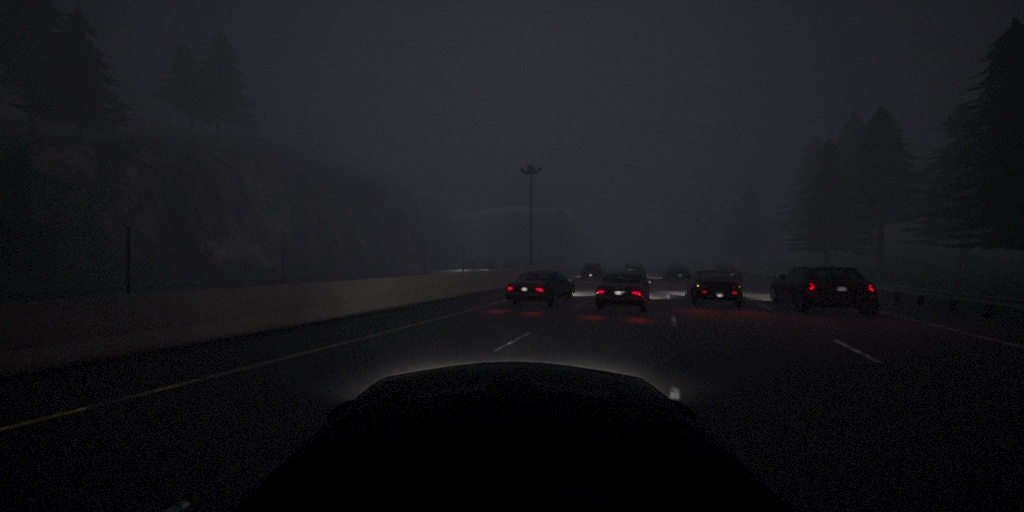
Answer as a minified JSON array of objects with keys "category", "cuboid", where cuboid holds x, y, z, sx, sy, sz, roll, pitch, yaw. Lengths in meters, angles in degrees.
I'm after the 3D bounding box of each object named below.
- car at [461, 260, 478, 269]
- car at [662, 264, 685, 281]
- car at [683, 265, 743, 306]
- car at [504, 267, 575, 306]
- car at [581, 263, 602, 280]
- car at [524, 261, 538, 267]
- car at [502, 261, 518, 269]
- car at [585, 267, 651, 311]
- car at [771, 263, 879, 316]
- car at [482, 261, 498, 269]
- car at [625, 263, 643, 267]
[{"category":"car","cuboid":[-7.231,1.448,61.214,2.128,1.511,4.902,0,0,11]},{"category":"car","cuboid":[14.244,1.369,31.094,1.812,1.442,4.674,0,0,18]},{"category":"car","cuboid":[8.933,1.320,16.055,1.812,1.442,4.674,0,0,22]},{"category":"car","cuboid":[1.429,1.346,16.179,2.033,1.411,5.357,0,0,22]},{"category":"car","cuboid":[7.409,1.359,32.703,1.837,1.490,4.892,0,0,18]},{"category":"car","cuboid":[3.190,1.511,59.849,1.994,1.385,4.181,0,0,11]},{"category":"car","cuboid":[-0.277,1.514,60.340,1.994,1.385,4.181,0,0,11]},{"category":"car","cuboid":[4.649,1.340,14.808,2.033,1.411,5.357,0,0,22]},{"category":"car","cuboid":[11.870,1.138,13.994,2.097,1.767,4.553,0,0,22]},{"category":"car","cuboid":[-3.743,1.517,60.838,1.994,1.385,4.181,0,0,11]},{"category":"car","cuboid":[10.715,1.339,31.551,2.128,1.511,4.902,0,0,18]}]
